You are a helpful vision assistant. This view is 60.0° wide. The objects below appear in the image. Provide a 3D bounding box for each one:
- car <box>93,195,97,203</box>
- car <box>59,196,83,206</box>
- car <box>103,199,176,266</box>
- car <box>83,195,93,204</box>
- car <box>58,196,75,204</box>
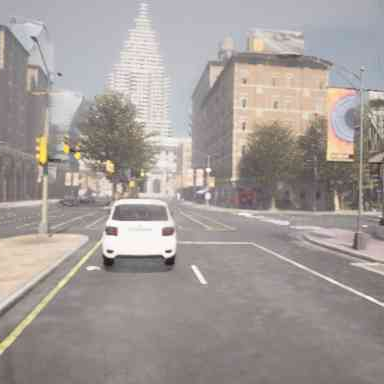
[{"bbox_3d":[-21.997,1.517,72.927,1.837,1.490,4.892,1,0,-8],"label":"car"},{"bbox_3d":[-19.268,1.443,52.876,1.837,1.490,4.892,1,0,-8],"label":"car"},{"bbox_3d":[-1.808,1.264,11.772,2.150,2.045,5.566,1,0,-8],"label":"car"},{"bbox_3d":[-20.599,1.579,62.841,1.895,1.301,4.718,1,0,-8],"label":"car"},{"bbox_3d":[-23.999,1.503,63.715,1.895,1.301,4.718,1,0,-8],"label":"car"}]
